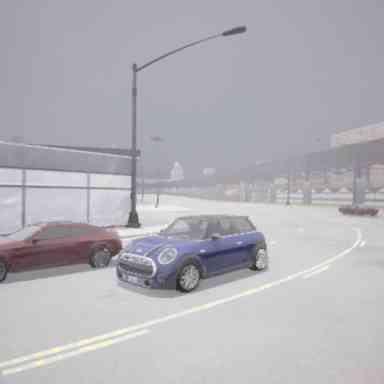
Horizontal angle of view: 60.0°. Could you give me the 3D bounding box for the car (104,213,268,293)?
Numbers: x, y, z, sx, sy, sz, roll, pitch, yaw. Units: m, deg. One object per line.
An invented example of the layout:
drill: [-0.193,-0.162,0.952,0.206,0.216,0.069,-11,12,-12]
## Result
car: [0.188,1.439,9.287,2.097,1.767,4.553,0,-1,44]

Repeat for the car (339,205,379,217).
car: [18.662,2.063,37.556,1.895,1.301,4.718,0,-1,-8]

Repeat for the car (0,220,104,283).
car: [-4.291,1.592,9.836,4.674,1.442,1.812,1,-1,-42]
